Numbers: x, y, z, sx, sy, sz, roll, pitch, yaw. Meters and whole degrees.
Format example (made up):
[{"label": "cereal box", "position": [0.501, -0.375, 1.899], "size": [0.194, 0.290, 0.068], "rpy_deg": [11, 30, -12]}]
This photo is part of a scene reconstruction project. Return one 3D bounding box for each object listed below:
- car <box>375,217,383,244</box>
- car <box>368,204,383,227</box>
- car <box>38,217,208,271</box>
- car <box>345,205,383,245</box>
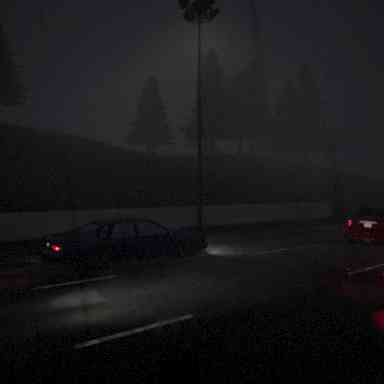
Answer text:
[{"label": "car", "position": [7.130, 1.451, 8.815], "size": [5.008, 1.535, 1.882], "rpy_deg": [0, 0, -35]}, {"label": "car", "position": [14.210, 1.487, 22.162], "size": [5.357, 1.411, 2.033], "rpy_deg": [0, 0, -34]}, {"label": "car", "position": [-2.043, 1.537, 10.884], "size": [5.357, 1.411, 2.033], "rpy_deg": [0, 0, -35]}, {"label": "car", "position": [8.546, 1.315, 14.075], "size": [4.553, 1.767, 2.097], "rpy_deg": [0, 0, -35]}]
